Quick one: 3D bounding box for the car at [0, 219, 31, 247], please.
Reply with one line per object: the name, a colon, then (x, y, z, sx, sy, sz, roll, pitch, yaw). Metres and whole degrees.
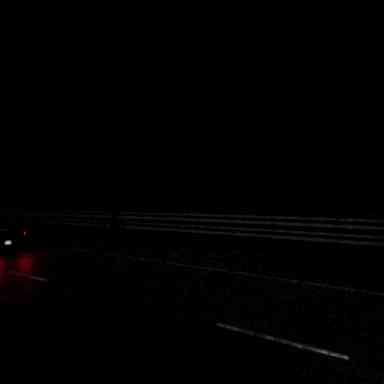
car: (-9.382, 1.844, 15.006, 4.718, 1.301, 1.895, -2, -1, 36)
